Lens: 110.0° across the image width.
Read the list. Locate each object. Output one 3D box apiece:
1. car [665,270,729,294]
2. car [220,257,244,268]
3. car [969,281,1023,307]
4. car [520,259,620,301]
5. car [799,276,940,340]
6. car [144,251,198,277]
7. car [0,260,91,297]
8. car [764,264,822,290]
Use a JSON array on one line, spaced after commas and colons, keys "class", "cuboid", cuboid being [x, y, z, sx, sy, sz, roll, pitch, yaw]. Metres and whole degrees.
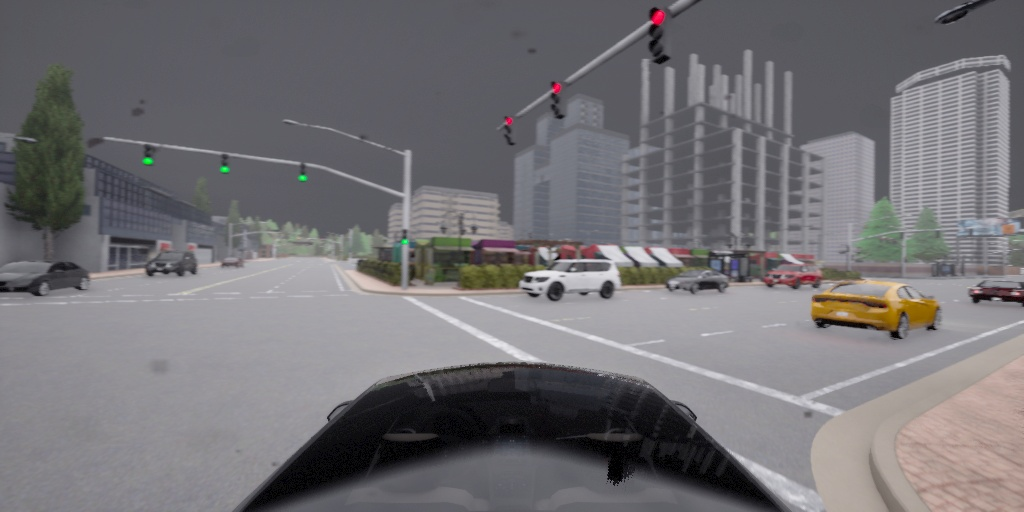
[{"class": "car", "cuboid": [12.296, 1.659, 23.774, 4.902, 1.511, 2.128, 1, -1, -29]}, {"class": "car", "cuboid": [-38.126, 0.855, 48.972, 1.882, 1.535, 5.008, 1, -1, -27]}, {"class": "car", "cuboid": [27.700, 2.041, 20.126, 4.718, 1.301, 1.895, 1, -1, -29]}, {"class": "car", "cuboid": [3.140, 1.169, 18.761, 5.566, 2.045, 2.150, 1, -1, -29]}, {"class": "car", "cuboid": [11.391, 1.527, 11.196, 5.008, 1.535, 1.882, 2, -1, -29]}, {"class": "car", "cuboid": [-28.642, 0.632, 30.396, 2.150, 2.045, 5.566, 1, 0, -27]}, {"class": "car", "cuboid": [-21.270, 0.951, 16.069, 1.837, 1.490, 4.892, 1, 0, -27]}, {"class": "car", "cuboid": [23.499, 1.655, 29.893, 5.566, 2.045, 2.150, 1, 0, -28]}]
